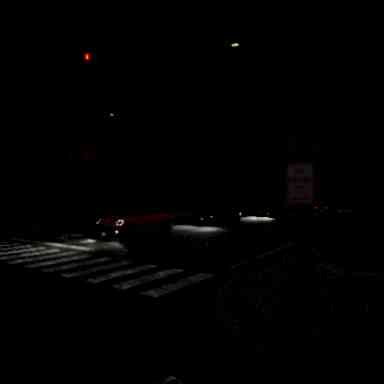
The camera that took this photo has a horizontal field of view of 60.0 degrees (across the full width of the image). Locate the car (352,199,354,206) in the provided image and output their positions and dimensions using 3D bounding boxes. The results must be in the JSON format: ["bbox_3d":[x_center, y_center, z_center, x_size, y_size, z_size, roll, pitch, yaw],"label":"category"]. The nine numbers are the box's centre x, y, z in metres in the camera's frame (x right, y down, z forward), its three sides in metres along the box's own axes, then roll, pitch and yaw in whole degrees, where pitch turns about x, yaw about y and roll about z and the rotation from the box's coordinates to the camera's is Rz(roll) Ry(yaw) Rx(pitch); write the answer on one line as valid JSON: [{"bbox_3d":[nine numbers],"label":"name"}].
[{"bbox_3d":[29.966,1.622,59.322,2.097,1.767,4.553,-1,-1,35],"label":"car"}]

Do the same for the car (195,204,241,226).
[{"bbox_3d":[2.093,1.695,25.811,1.837,1.490,4.892,-1,-1,35],"label":"car"}]

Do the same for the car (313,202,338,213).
[{"bbox_3d":[15.953,1.799,39.462,1.895,1.301,4.718,-1,-1,35],"label":"car"}]

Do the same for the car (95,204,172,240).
[{"bbox_3d":[-3.129,1.526,18.417,2.097,1.767,4.553,-1,-1,35],"label":"car"}]

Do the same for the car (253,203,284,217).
[{"bbox_3d":[7.880,1.776,33.997,1.994,1.385,4.181,-1,-1,35],"label":"car"}]

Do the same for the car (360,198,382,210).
[{"bbox_3d":[24.257,1.739,45.602,2.033,1.411,5.357,-1,-1,36],"label":"car"}]

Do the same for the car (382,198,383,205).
[{"bbox_3d":[32.135,1.738,56.756,1.837,1.490,4.892,-1,-1,35],"label":"car"}]
